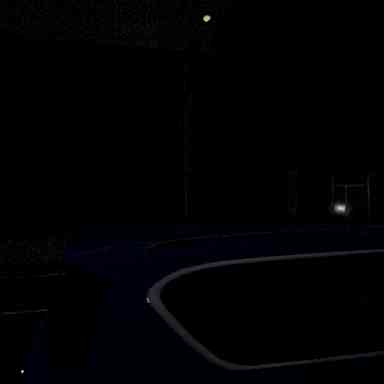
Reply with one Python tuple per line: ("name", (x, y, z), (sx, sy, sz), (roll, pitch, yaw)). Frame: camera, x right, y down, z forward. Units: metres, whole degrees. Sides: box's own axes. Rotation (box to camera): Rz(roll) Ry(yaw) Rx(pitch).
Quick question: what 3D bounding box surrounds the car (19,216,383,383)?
("car", (1.557, 1.237, 2.847), (5.566, 2.045, 2.150), (-1, -1, -14))
